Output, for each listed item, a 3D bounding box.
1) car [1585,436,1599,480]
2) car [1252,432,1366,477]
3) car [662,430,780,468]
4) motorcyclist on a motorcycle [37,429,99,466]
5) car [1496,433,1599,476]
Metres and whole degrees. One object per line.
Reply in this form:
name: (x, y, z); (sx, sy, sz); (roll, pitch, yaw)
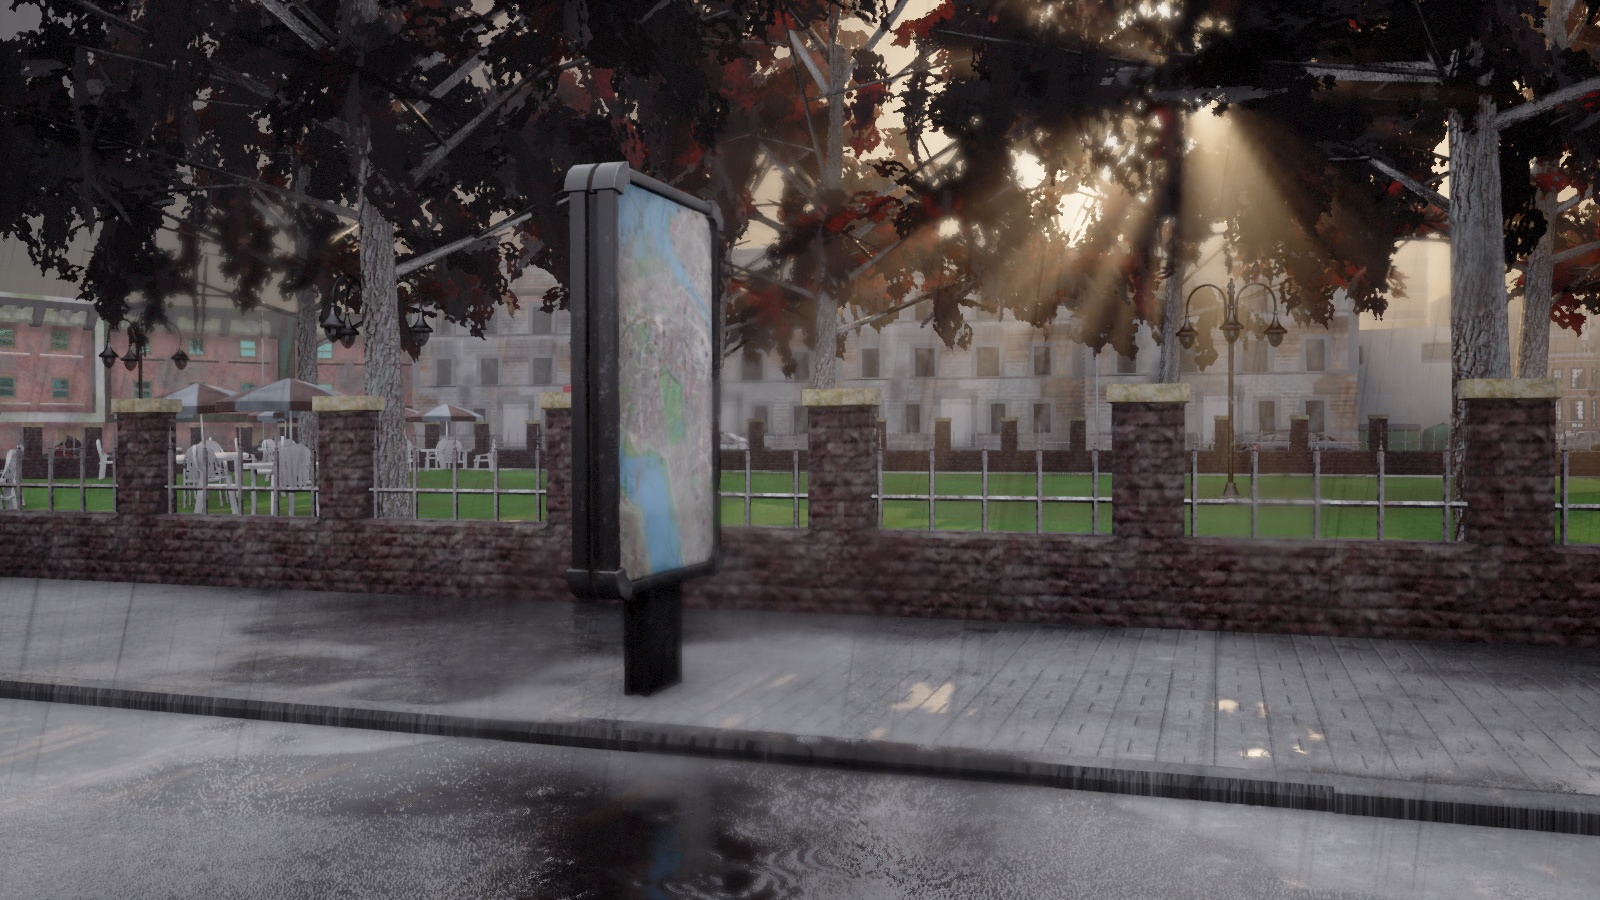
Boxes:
car: (28.828, 0.278, 41.844); (4.193, 1.474, 1.816); (1, 1, 18)
car: (18.320, 0.148, 45.337); (3.705, 1.549, 1.789); (0, 1, 18)
car: (-3.283, -0.080, 52.504); (4.514, 1.525, 2.007); (1, 1, 18)
motorcyclist on a motorcycle: (-31.228, -0.114, 53.607); (0.866, 1.530, 2.191); (1, 1, 22)
car: (28.553, 0.151, 46.151); (4.902, 1.511, 2.128); (1, 1, 18)
